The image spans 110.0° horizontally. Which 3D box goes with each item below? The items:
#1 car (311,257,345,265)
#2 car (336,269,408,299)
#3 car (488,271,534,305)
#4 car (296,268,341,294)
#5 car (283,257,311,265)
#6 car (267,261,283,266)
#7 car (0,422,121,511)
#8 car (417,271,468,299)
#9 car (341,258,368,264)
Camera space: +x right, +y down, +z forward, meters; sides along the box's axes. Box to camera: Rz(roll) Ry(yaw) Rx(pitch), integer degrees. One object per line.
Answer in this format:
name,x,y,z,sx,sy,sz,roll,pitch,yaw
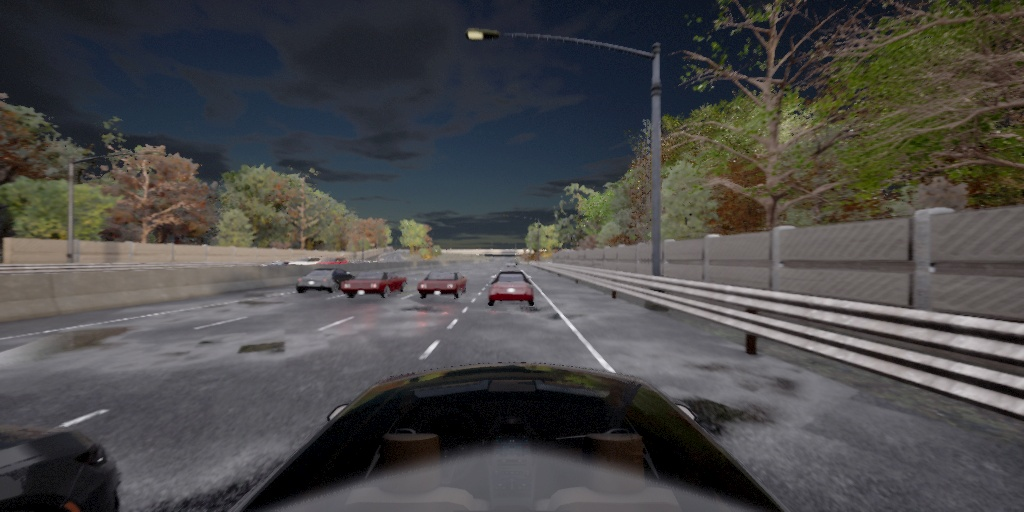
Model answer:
car,-24.656,1.152,49.289,2.150,2.045,5.566,0,0,0
car,-6.941,1.410,18.695,1.895,1.301,4.718,0,0,0
car,-0.039,1.384,16.645,1.994,1.385,4.181,0,0,0
car,-10.445,1.373,20.677,1.994,1.385,4.181,0,0,0
car,-28.154,1.142,49.164,2.150,2.045,5.566,0,0,0
car,-31.655,1.437,49.083,1.812,1.442,4.674,0,0,1
car,-3.396,1.238,0.209,1.837,1.490,4.892,0,0,0
car,-3.441,1.420,18.691,1.895,1.301,4.718,0,0,0
car,-21.168,1.436,49.769,2.128,1.511,4.902,0,0,0
